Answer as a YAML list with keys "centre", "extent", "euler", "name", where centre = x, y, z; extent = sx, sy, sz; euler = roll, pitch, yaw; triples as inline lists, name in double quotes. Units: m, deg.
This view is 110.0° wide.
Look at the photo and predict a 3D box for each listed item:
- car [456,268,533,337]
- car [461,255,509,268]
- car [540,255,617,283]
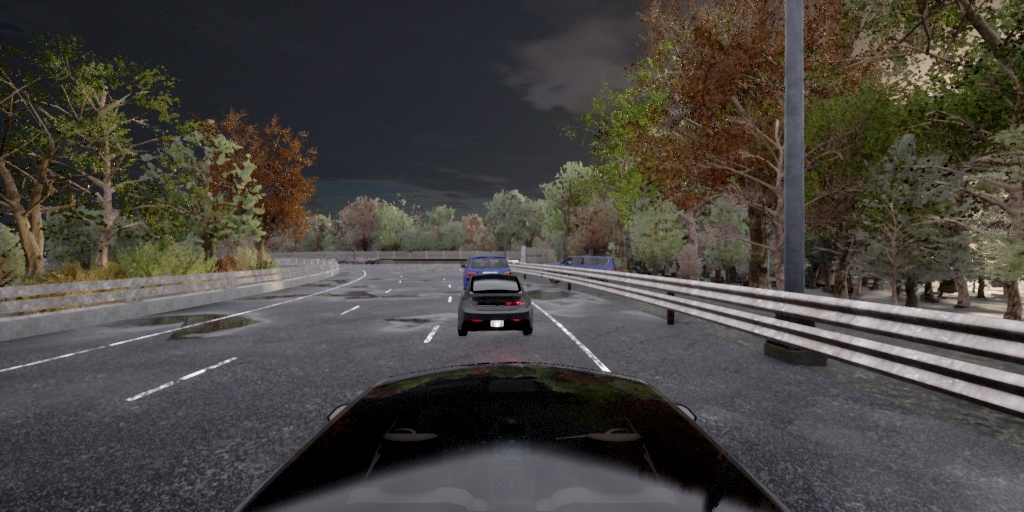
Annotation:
- centre: [-0.545, 1.253, 10.372]
  extent: [1.837, 1.490, 4.892]
  euler: [0, 0, -5]
  name: "car"
- centre: [-1.318, 0.968, 17.853]
  extent: [2.150, 2.045, 5.566]
  euler: [0, 0, -9]
  name: "car"
- centre: [4.841, 0.971, 26.164]
  extent: [5.566, 2.045, 2.150]
  euler: [3, 1, 2]
  name: "car"
